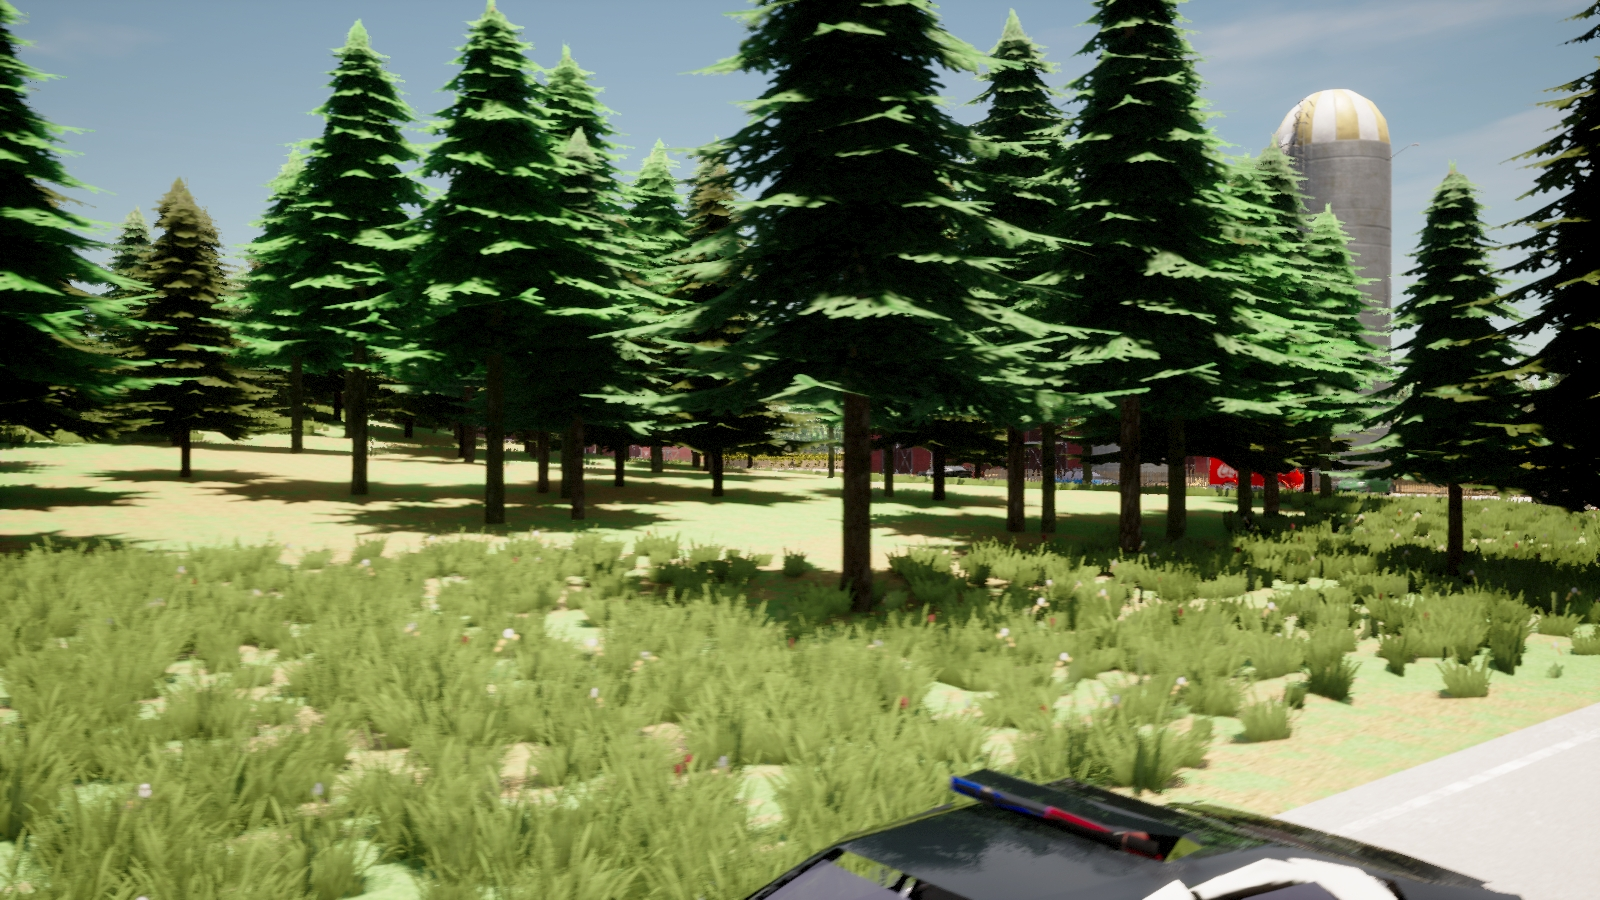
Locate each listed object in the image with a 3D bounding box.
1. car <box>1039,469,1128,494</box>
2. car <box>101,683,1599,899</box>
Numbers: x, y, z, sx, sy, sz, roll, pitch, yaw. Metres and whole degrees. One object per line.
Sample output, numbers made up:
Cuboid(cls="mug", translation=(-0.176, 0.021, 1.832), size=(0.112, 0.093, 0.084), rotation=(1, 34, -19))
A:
Cuboid(cls="car", translation=(17.707, 1.971, 71.587), size=(2.033, 1.411, 5.357), rotation=(0, 0, -36))
Cuboid(cls="car", translation=(0.628, 2.038, 3.904), size=(4.974, 1.542, 2.038), rotation=(0, 0, -37))
